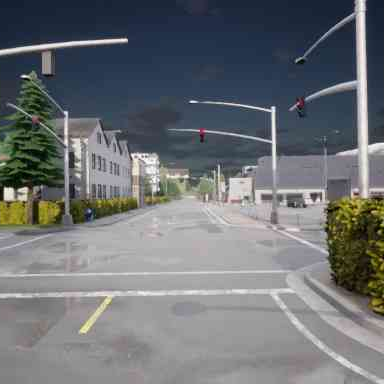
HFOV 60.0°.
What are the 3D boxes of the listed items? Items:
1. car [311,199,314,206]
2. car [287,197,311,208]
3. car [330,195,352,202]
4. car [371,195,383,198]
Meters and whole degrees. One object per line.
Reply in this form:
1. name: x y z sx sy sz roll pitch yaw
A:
1. car: 19.059 1.573 56.231 1.970 1.475 3.806 -1 -1 0
2. car: 15.416 1.629 49.172 2.007 1.523 4.514 -1 -1 0
3. car: 25.474 1.398 56.573 2.152 1.636 5.027 -1 -1 0
4. car: 19.112 1.183 31.306 1.905 1.878 3.866 -1 -1 0
